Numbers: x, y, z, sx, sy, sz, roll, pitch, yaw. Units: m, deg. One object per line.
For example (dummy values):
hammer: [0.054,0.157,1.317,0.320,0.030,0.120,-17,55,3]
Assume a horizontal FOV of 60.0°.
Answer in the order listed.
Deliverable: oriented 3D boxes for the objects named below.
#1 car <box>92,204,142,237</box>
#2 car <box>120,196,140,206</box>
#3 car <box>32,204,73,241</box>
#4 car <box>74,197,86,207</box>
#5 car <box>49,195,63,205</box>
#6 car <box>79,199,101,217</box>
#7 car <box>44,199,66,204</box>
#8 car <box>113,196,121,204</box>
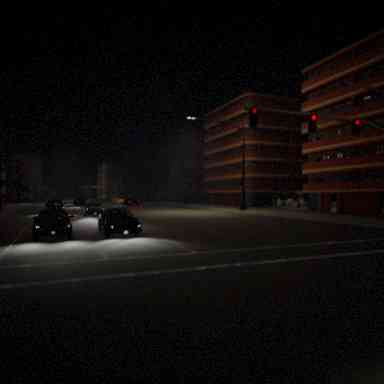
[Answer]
car: [-4.373,1.680,19.551,2.033,1.411,5.357,0,0,-22]
car: [-9.207,1.524,50.535,1.812,1.442,4.674,0,0,-22]
car: [-7.510,1.654,18.022,1.812,1.442,4.674,0,0,-23]
car: [-17.285,1.492,51.682,1.837,1.490,4.892,0,0,-22]
car: [-20.528,1.159,50.368,1.895,1.301,4.718,0,0,-22]
car: [-9.805,1.678,32.965,1.895,1.301,4.718,0,0,-22]
car: [-14.836,1.546,36.074,1.837,1.490,4.892,0,0,-22]
car: [-12.998,1.437,59.743,1.882,1.535,5.008,0,0,-22]
